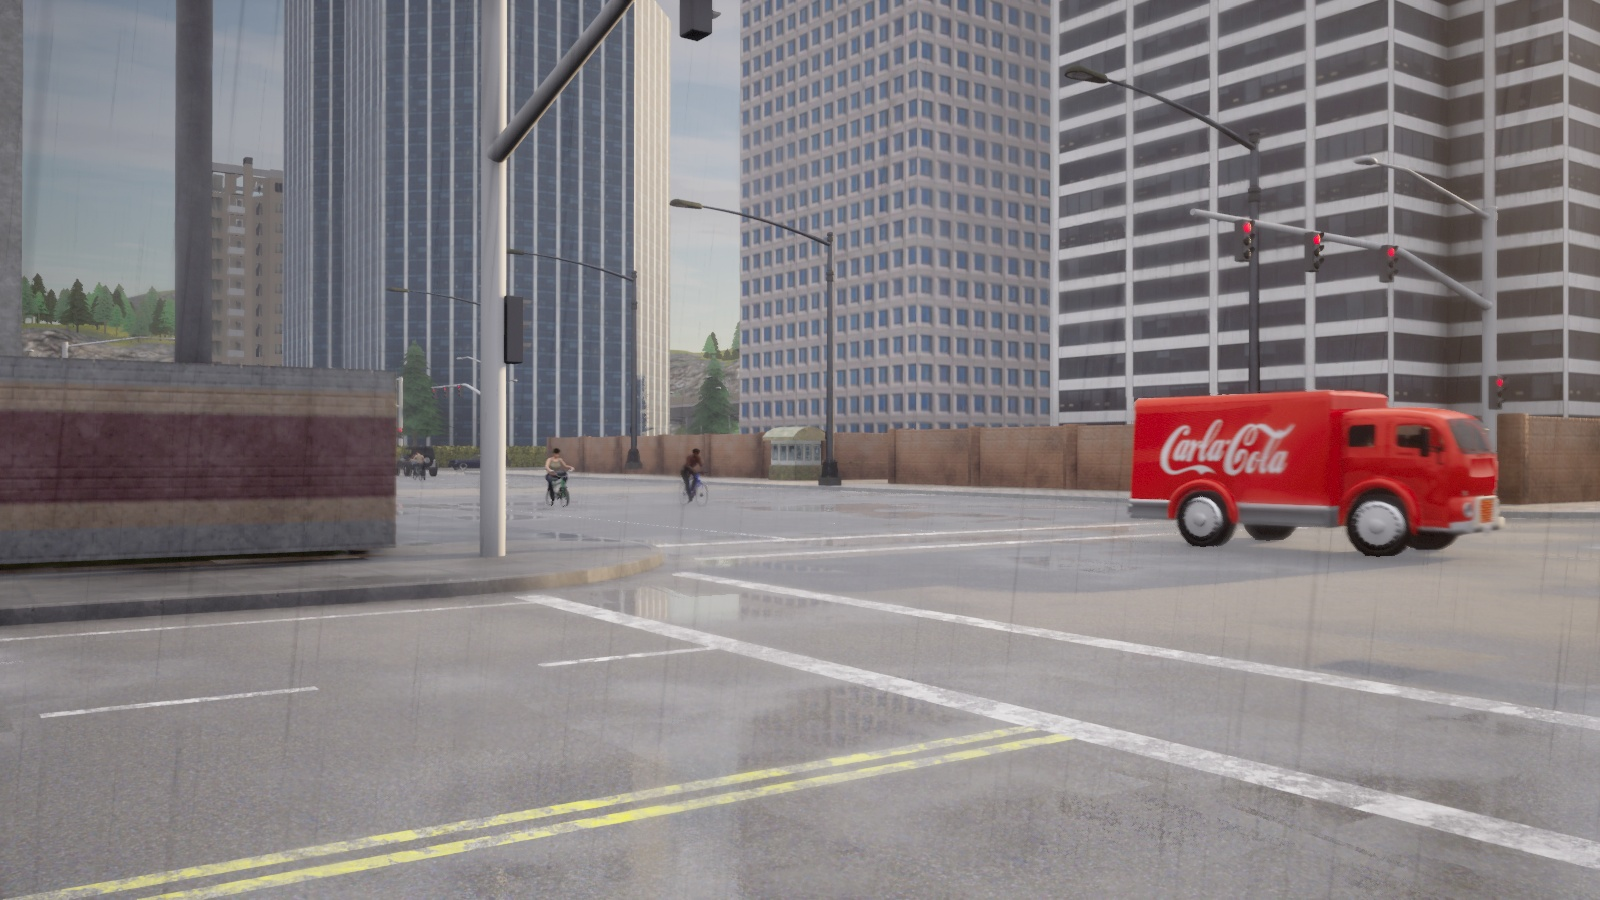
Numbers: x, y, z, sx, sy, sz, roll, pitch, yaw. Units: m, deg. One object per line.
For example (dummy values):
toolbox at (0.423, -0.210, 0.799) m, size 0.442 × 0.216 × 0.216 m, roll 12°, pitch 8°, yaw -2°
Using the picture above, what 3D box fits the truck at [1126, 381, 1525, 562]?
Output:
truck at (8.167, 0.289, 19.893) m, size 2.627 × 2.467 × 5.204 m, roll -1°, pitch 0°, yaw -43°

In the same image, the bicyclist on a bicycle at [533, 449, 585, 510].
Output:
bicyclist on a bicycle at (-6.548, 0.779, 34.110) m, size 0.866 × 1.612 × 1.509 m, roll 0°, pitch 0°, yaw -34°

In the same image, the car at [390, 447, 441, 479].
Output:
car at (-23.771, 0.781, 77.625) m, size 1.905 × 1.878 × 3.866 m, roll 0°, pitch 0°, yaw -35°

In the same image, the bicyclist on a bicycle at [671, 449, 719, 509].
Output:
bicyclist on a bicycle at (-2.934, 0.790, 35.023) m, size 0.582 × 1.620 × 1.656 m, roll 0°, pitch 0°, yaw -35°
